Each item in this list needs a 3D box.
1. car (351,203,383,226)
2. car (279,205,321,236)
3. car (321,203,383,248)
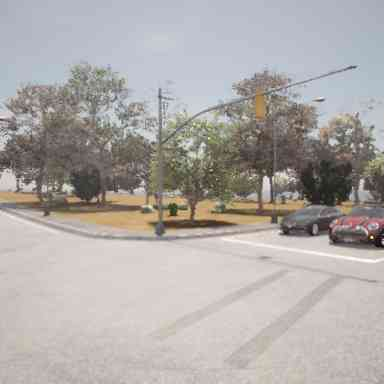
[{"bbox_3d":[13.582,1.574,24.337,4.181,1.385,1.994,0,0,-41],"label":"car"},{"bbox_3d":[6.830,1.518,18.533,4.892,1.490,1.837,0,0,-40],"label":"car"},{"bbox_3d":[8.089,1.358,14.994,4.553,1.767,2.097,0,0,-40],"label":"car"}]
